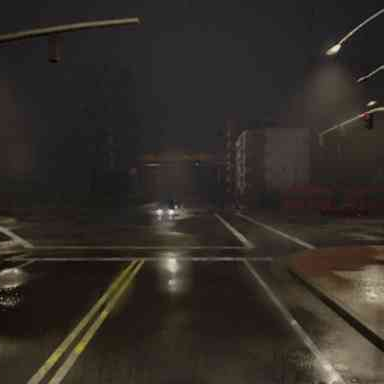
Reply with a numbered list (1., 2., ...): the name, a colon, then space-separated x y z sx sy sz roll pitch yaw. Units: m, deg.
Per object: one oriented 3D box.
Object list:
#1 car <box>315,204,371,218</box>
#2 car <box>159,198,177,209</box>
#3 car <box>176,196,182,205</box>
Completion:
1. car: 14.668 1.841 32.542 4.718 1.301 1.895 1 0 0
2. car: -3.551 1.770 47.173 1.895 1.301 4.718 0 0 0
3. car: -3.494 1.786 61.907 1.994 1.385 4.181 0 0 1
